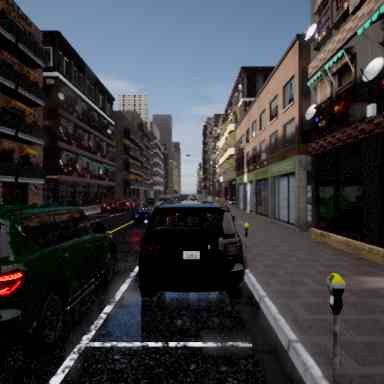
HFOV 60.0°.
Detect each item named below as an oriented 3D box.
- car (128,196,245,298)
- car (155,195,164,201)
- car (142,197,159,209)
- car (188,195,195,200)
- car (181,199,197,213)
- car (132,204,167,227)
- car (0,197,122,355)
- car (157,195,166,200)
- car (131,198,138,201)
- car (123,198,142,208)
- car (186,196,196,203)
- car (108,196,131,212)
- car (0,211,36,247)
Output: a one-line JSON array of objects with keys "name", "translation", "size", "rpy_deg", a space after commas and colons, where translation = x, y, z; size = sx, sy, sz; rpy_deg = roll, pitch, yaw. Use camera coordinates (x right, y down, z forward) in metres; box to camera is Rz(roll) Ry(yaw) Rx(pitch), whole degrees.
[{"name": "car", "translation": [0.001, 1.232, 8.672], "size": [2.150, 2.045, 5.566], "rpy_deg": [0, 0, 0]}, {"name": "car", "translation": [-8.487, 1.586, 87.909], "size": [2.008, 1.369, 4.403], "rpy_deg": [0, 0, 0]}, {"name": "car", "translation": [-5.952, 1.579, 48.631], "size": [1.837, 1.490, 4.892], "rpy_deg": [0, 0, 0]}, {"name": "car", "translation": [-0.084, 1.552, 93.679], "size": [1.752, 1.417, 4.829], "rpy_deg": [0, 0, 0]}, {"name": "car", "translation": [-0.304, 1.540, 37.318], "size": [1.752, 1.417, 4.829], "rpy_deg": [0, 0, 0]}, {"name": "car", "translation": [-2.946, 1.614, 23.817], "size": [1.895, 1.301, 4.718], "rpy_deg": [0, 0, 0]}, {"name": "car", "translation": [-3.016, 1.228, 6.238], "size": [2.150, 2.045, 5.566], "rpy_deg": [0, 0, 0]}, {"name": "car", "translation": [-8.466, 1.586, 93.546], "size": [2.008, 1.369, 4.403], "rpy_deg": [0, 0, 0]}, {"name": "car", "translation": [-8.663, 1.465, 42.820], "size": [1.967, 1.590, 4.097], "rpy_deg": [0, 0, 0]}, {"name": "car", "translation": [-8.641, 1.572, 48.457], "size": [1.887, 1.381, 4.507], "rpy_deg": [0, 0, 0]}, {"name": "car", "translation": [-0.173, 1.574, 70.964], "size": [2.008, 1.369, 4.403], "rpy_deg": [0, 0, 0]}, {"name": "car", "translation": [-8.684, 1.339, 37.184], "size": [2.192, 1.841, 5.009], "rpy_deg": [0, 0, 0]}, {"name": "car", "translation": [-8.772, 1.598, 14.639], "size": [1.802, 1.307, 4.206], "rpy_deg": [0, 0, 0]}]
